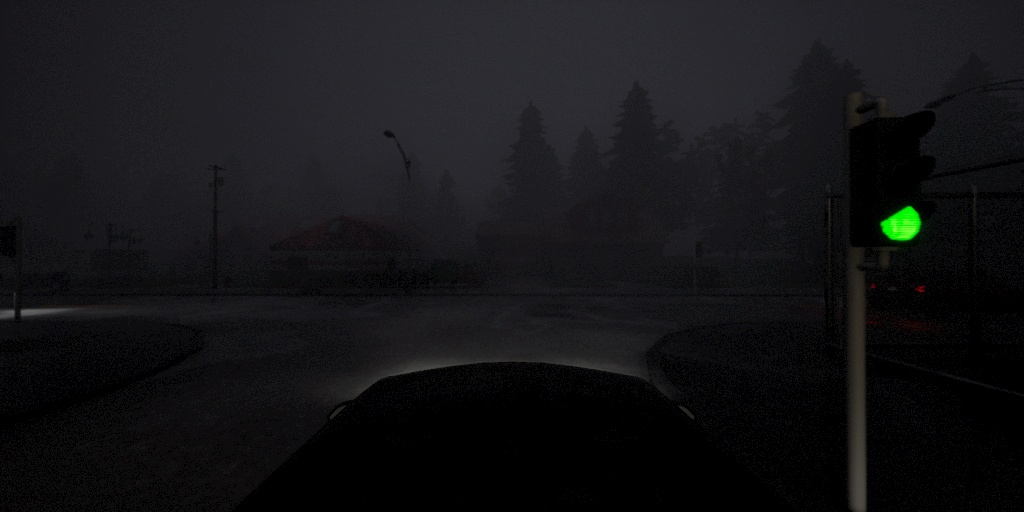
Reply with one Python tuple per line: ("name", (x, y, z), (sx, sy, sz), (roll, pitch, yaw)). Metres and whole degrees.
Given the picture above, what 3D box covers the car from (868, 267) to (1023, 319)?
("car", (15.695, 1.187, 12.746), (4.553, 1.767, 2.097), (0, 0, 0))
